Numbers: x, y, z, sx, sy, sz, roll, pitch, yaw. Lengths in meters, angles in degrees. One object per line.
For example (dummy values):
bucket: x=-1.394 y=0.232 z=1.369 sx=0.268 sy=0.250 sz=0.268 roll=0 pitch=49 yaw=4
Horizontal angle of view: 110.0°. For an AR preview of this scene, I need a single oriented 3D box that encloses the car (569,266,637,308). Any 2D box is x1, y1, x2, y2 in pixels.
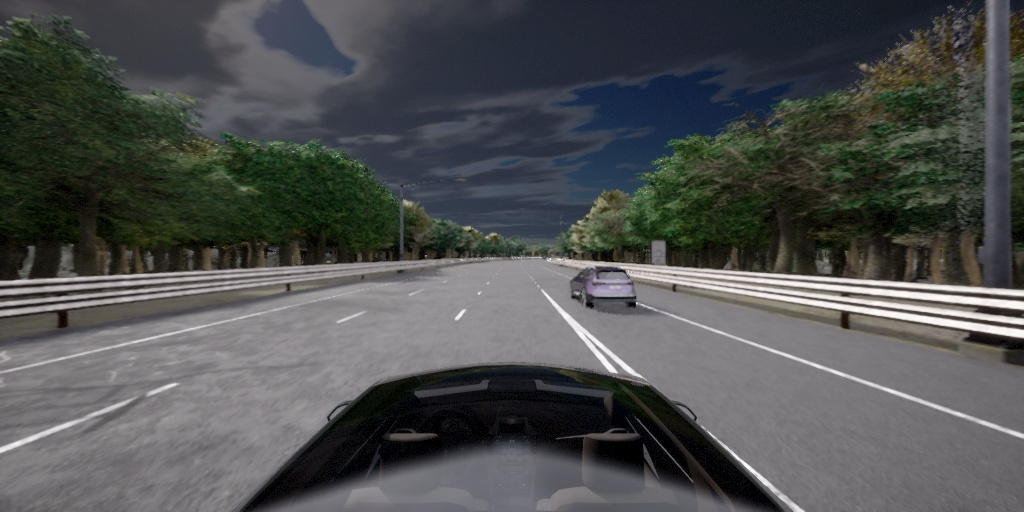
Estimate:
car: x=3.673 y=1.201 z=15.131 sx=2.033 sy=1.649 sz=4.856 roll=0 pitch=0 yaw=-1
